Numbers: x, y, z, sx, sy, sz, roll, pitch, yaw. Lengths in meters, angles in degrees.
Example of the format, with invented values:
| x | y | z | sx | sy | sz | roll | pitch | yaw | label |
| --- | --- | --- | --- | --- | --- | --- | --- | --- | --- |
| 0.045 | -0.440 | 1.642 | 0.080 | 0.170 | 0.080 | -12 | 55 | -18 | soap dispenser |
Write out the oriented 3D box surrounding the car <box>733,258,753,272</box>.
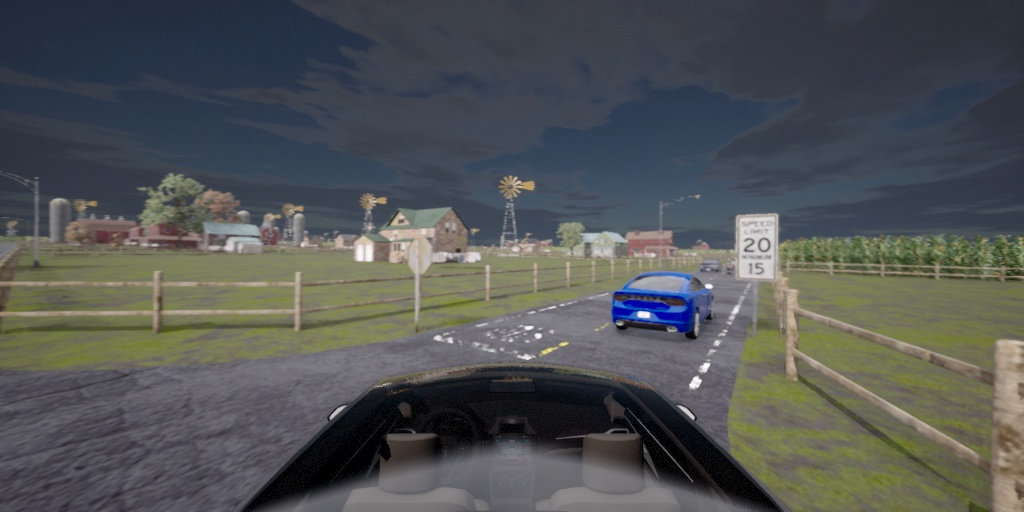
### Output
| x | y | z | sx | sy | sz | roll | pitch | yaw | label |
| --- | --- | --- | --- | --- | --- | --- | --- | --- | --- |
| 28.372 | 1.049 | 43.949 | 1.837 | 1.490 | 4.892 | 1 | 1 | 36 | car |

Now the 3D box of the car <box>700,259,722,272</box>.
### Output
| x | y | z | sx | sy | sz | roll | pitch | yaw | label |
| --- | --- | --- | --- | --- | --- | --- | --- | --- | --- |
| 22.531 | 1.082 | 40.471 | 2.033 | 1.411 | 5.357 | 1 | 1 | 35 | car |

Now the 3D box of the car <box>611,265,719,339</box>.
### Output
| x | y | z | sx | sy | sz | roll | pitch | yaw | label |
| --- | --- | --- | --- | --- | --- | --- | --- | --- | --- |
| 4.423 | 1.175 | 10.160 | 1.882 | 1.535 | 5.008 | 1 | 1 | 35 | car |

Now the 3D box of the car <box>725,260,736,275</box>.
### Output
| x | y | z | sx | sy | sz | roll | pitch | yaw | label |
| --- | --- | --- | --- | --- | --- | --- | --- | --- | --- |
| 22.492 | 1.113 | 35.570 | 1.812 | 1.442 | 4.674 | 1 | 1 | 36 | car |
